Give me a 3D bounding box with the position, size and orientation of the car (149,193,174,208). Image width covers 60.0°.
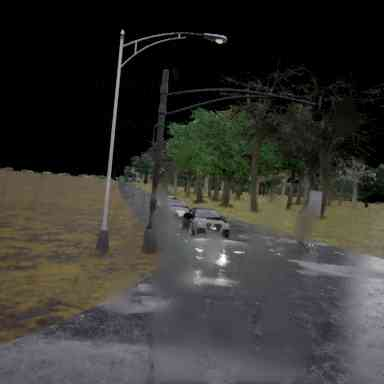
[{"bbox_3d":[-3.669,1.197,36.836,2.128,1.511,4.902,5,0,-13],"label":"car"}]

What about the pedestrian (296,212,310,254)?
[{"bbox_3d":[4.697,1.666,14.042,0.375,1.860,0.375,4,1,-13],"label":"pedestrian"}]

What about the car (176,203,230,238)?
[{"bbox_3d":[0.656,1.598,18.326,1.994,1.385,4.181,5,0,-13],"label":"car"}]

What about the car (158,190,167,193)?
[{"bbox_3d":[-5.710,0.730,61.810,2.150,2.045,5.566,5,0,-13],"label":"car"}]

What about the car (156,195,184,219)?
[{"bbox_3d":[-1.393,1.383,27.079,2.128,1.511,4.902,5,0,-13],"label":"car"}]
